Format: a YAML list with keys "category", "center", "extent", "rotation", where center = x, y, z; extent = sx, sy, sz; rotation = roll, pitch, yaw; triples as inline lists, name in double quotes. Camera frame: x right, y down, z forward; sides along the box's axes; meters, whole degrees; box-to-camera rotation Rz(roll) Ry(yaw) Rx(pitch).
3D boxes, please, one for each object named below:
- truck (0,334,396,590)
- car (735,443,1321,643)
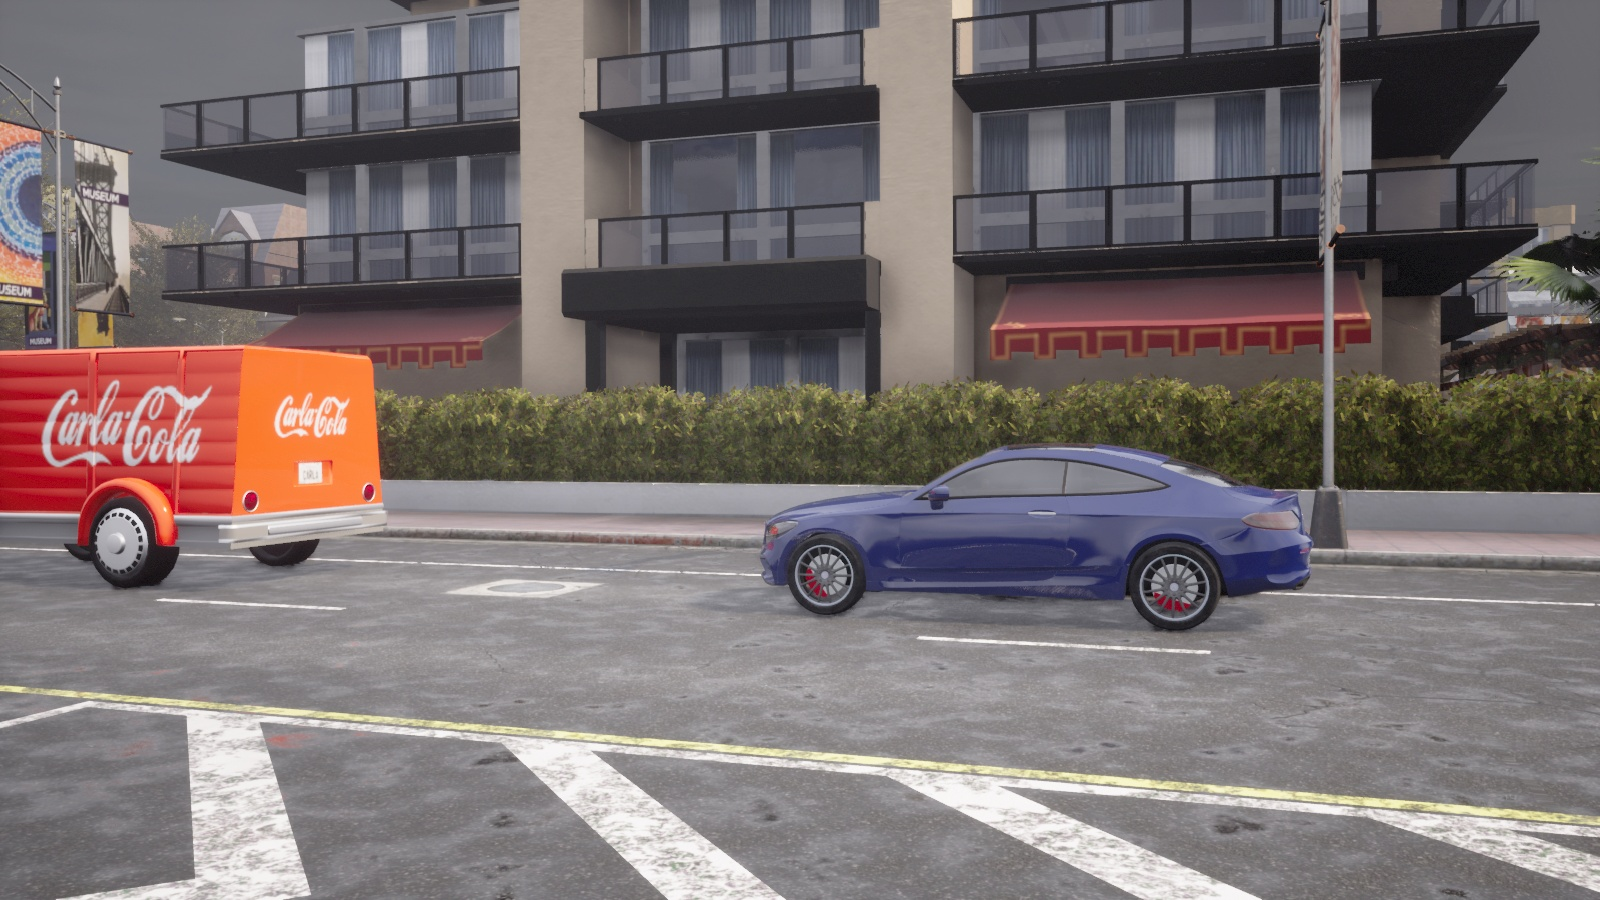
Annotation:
- category: "truck"
  center: [-7.580, 0.082, 14.149]
  extent: [5.204, 2.467, 2.627]
  rotation: [0, 1, 19]
- category: "car"
  center: [1.945, 0.684, 10.949]
  extent: [4.674, 1.442, 1.812]
  rotation: [1, 1, 18]
